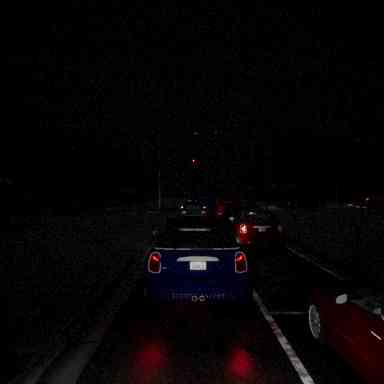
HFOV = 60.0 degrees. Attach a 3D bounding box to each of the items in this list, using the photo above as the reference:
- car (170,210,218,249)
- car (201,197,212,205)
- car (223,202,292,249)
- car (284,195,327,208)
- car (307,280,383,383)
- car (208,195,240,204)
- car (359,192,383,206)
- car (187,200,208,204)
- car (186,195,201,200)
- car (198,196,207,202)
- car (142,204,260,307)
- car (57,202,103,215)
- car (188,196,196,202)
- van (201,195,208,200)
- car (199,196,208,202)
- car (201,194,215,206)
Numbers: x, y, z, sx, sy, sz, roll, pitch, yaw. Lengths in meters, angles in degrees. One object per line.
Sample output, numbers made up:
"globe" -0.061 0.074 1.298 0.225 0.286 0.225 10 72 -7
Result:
"car" 0.096 1.603 15.465 1.895 1.301 4.718 0 0 0
"car" 2.635 1.645 62.359 1.802 1.307 4.206 -1 0 0
"car" 2.629 1.441 14.381 1.967 1.590 4.097 -1 0 0
"car" 13.575 1.132 39.883 4.892 1.490 1.837 -1 1 0
"car" 2.629 1.581 3.576 1.802 1.307 4.206 -1 0 0
"car" 2.628 1.323 25.186 2.192 1.841 5.009 -1 0 0
"car" 22.527 0.764 39.884 4.553 1.767 2.097 -1 1 0
"car" 0.105 1.572 25.477 1.994 1.385 4.181 0 0 -1
"car" 0.126 1.534 52.781 2.128 1.511 4.902 0 0 0
"car" 2.637 1.664 83.985 1.887 1.381 4.507 -1 0 0
"car" 0.070 1.352 8.130 2.097 1.767 4.553 0 0 -1
"car" -12.456 1.823 36.926 4.902 1.511 2.128 -1 1 1
"car" 0.011 1.624 77.079 1.812 1.442 4.674 0 0 0
"van" 2.631 1.382 51.547 1.690 1.788 3.998 -1 0 0
"car" 2.636 1.654 78.579 2.008 1.369 4.403 -1 0 0
"car" 2.631 1.366 56.953 2.192 1.841 5.009 -1 0 0
